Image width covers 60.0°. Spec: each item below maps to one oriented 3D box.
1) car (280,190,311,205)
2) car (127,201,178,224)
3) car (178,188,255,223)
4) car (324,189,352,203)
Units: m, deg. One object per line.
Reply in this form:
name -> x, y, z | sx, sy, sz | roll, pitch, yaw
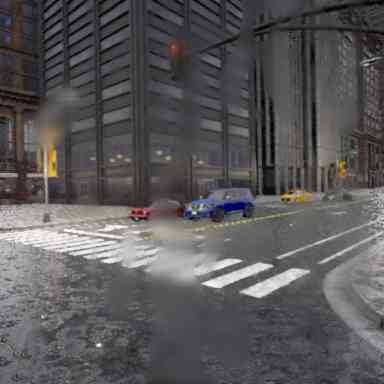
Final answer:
car -> 11.643, 0.534, 37.394 | 1.882, 1.535, 5.008 | -1, 1, 42
car -> -1.969, 1.276, 22.140 | 1.895, 1.301, 4.718 | -1, 1, 42
car -> 1.953, 0.791, 21.662 | 2.150, 2.045, 5.566 | -1, 1, 42
car -> 16.879, 0.382, 38.363 | 2.128, 1.511, 4.902 | -1, 1, 42
